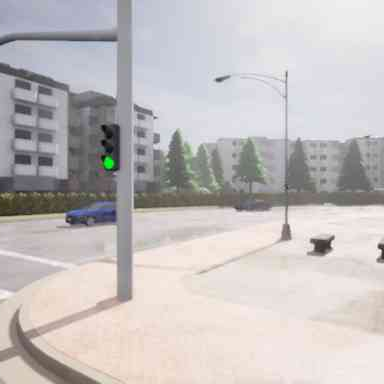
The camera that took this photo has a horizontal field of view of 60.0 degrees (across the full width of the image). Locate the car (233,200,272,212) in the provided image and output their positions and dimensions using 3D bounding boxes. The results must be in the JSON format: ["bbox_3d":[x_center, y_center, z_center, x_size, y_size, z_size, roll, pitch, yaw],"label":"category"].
[{"bbox_3d":[6.944,1.571,38.026,4.718,1.301,1.895,0,0,-36],"label":"car"}]

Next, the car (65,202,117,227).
[{"bbox_3d":[-6.238,1.445,22.798,1.882,1.535,5.008,0,0,34],"label":"car"}]
